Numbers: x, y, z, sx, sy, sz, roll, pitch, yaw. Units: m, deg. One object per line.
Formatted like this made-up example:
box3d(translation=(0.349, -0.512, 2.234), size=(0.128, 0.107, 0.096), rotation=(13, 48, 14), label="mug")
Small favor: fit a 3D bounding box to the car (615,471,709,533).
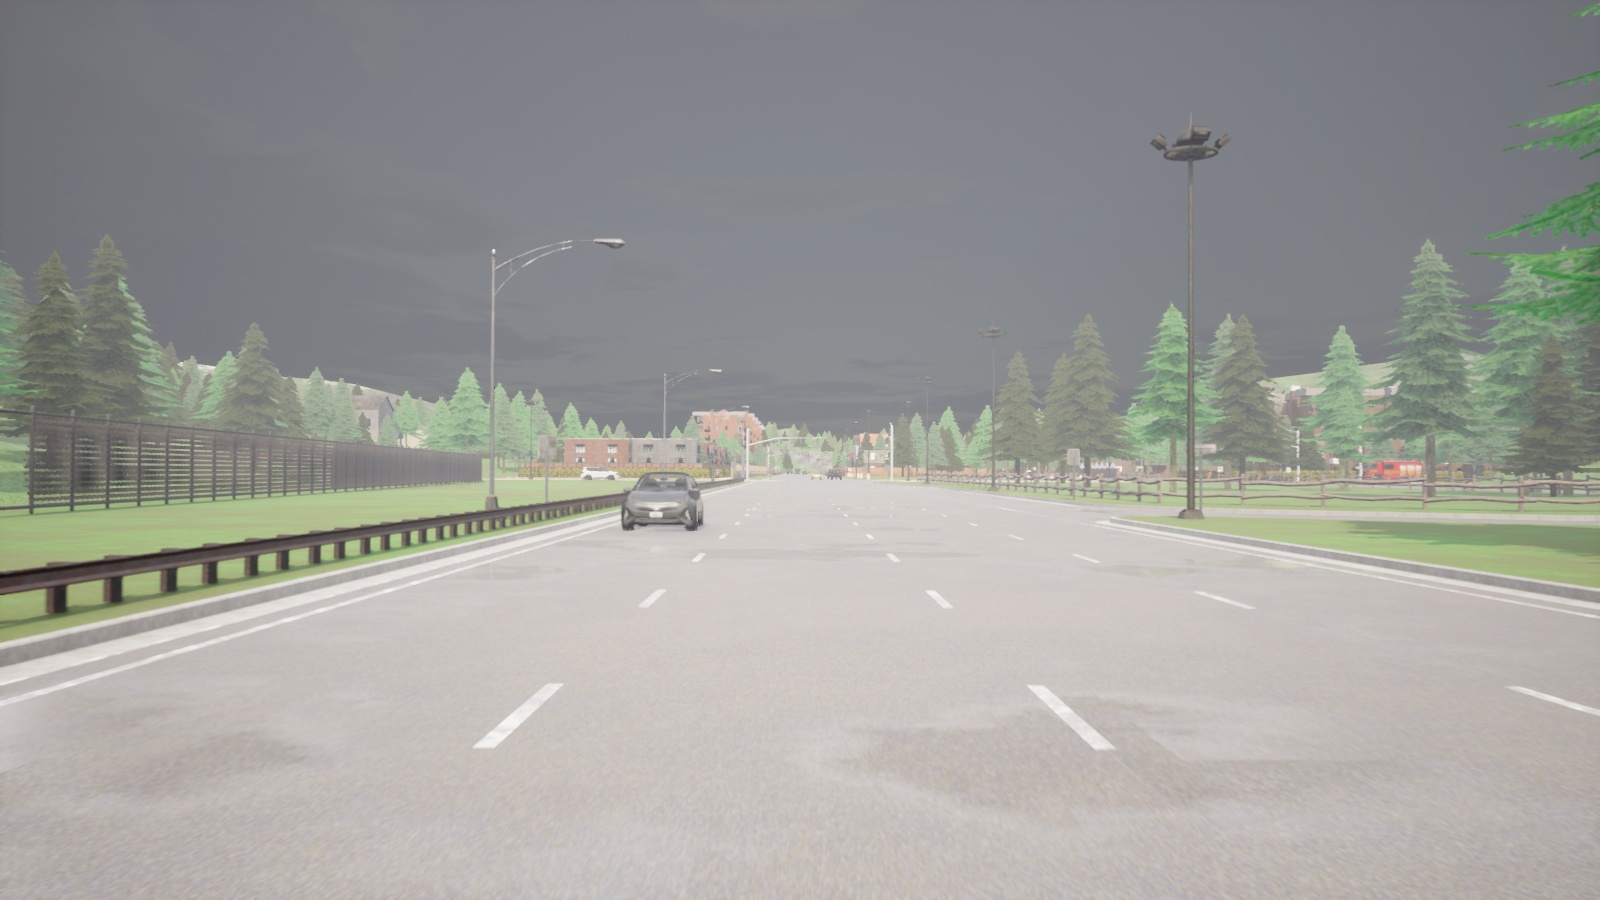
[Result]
box3d(translation=(-3.581, 1.334, 33.360), size=(2.007, 1.525, 4.514), rotation=(0, -1, 0), label="car")
